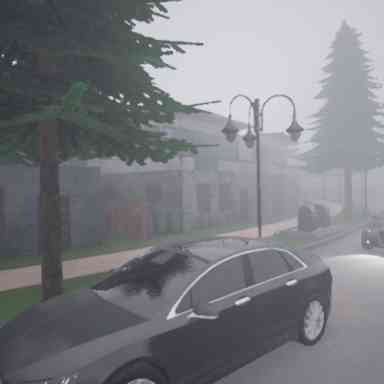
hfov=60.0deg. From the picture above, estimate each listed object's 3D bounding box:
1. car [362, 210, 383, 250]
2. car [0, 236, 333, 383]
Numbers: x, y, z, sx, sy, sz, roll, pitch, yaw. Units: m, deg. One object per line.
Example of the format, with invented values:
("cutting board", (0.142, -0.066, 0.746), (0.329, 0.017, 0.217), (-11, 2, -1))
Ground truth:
("car", (7.461, 1.228, 11.708), (1.994, 1.385, 4.181), (-1, 1, 40))
("car", (0.061, 1.441, 4.460), (4.892, 1.490, 1.837), (-2, 1, -40))
